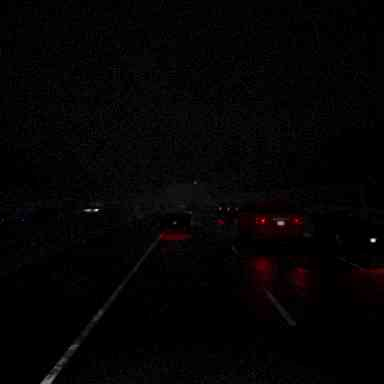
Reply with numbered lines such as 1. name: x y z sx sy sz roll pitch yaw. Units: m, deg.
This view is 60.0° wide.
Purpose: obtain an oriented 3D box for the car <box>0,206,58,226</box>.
1. car: -10.580 1.717 21.998 1.882 1.535 5.008 0 -1 0

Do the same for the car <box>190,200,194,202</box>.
1. car: -1.016 1.932 38.582 1.801 1.575 5.366 0 -1 0

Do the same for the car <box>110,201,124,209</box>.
1. car: -13.966 2.417 62.083 1.812 1.442 4.674 0 -1 1

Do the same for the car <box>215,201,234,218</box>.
1. car: 3.631 1.774 35.117 2.097 1.767 4.553 0 -1 0

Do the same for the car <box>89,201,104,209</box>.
1. car: -17.469 2.402 61.268 1.812 1.442 4.674 0 -1 1

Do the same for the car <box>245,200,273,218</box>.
1. car: 7.132 1.785 35.892 2.097 1.767 4.553 0 -1 0

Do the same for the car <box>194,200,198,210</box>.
1. car: 0.051 2.343 56.834 2.033 1.411 5.357 0 -1 0

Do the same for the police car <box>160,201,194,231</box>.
1. police car: -1.030 1.670 22.491 1.930 1.638 5.238 0 -1 0

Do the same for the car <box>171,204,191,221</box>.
1. car: -1.022 1.907 32.387 1.812 1.442 4.674 0 -1 0

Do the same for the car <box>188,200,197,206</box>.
1. car: 0.069 2.597 77.479 1.994 1.385 4.181 0 -1 0

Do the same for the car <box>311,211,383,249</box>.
1. car: 7.113 1.665 15.479 1.837 1.490 4.892 0 -1 0

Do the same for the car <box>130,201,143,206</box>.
1. car: -10.460 2.398 63.529 1.882 1.535 5.008 0 -1 0

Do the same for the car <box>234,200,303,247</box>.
1. car: 3.614 1.390 16.193 2.150 2.045 5.566 0 -1 0
